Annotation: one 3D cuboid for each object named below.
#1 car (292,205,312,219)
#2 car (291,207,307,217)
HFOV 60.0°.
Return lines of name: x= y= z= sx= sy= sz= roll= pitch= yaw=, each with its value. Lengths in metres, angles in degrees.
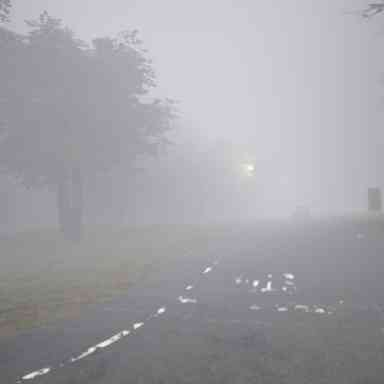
car: x=14.796 y=2.629 z=44.726 sx=2.097 sy=1.767 sz=4.553 roll=-2 pitch=-3 yaw=15
car: x=16.562 y=3.072 z=51.686 sx=2.128 sy=1.511 sz=4.902 roll=-2 pitch=-3 yaw=15
